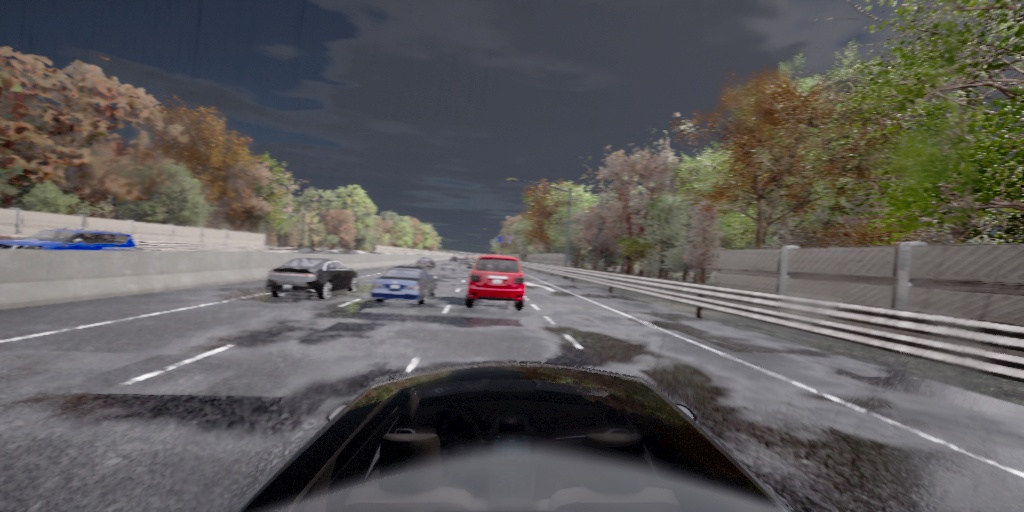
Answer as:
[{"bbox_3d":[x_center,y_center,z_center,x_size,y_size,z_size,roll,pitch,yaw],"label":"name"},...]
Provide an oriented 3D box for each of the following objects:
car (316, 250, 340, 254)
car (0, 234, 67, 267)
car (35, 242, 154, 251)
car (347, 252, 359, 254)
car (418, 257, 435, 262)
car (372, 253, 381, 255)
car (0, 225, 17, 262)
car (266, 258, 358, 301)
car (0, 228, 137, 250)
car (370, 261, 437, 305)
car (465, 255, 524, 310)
[{"bbox_3d":[-29.360,-0.191,58.171,1.895,1.301,4.718,4,0,-5],"label":"car"},{"bbox_3d":[-25.620,-0.316,17.446,1.882,1.535,5.008,4,0,-5],"label":"car"},{"bbox_3d":[-18.579,0.254,16.998,1.895,1.301,4.718,4,0,-5],"label":"car"},{"bbox_3d":[-25.898,-0.001,58.655,1.994,1.385,4.181,4,0,-5],"label":"car"},{"bbox_3d":[-10.435,0.878,43.484,2.033,1.411,5.357,4,0,-5],"label":"car"},{"bbox_3d":[-22.358,0.206,58.285,2.033,1.411,5.357,4,0,-5],"label":"car"},{"bbox_3d":[-29.123,-0.793,17.584,2.150,2.045,5.566,4,-1,-5],"label":"car"},{"bbox_3d":[-7.712,0.823,14.377,2.128,1.511,4.902,4,0,-5],"label":"car"},{"bbox_3d":[-22.155,-0.346,18.063,2.150,2.045,5.566,4,-1,-5],"label":"car"},{"bbox_3d":[-4.251,1.103,14.811,2.033,1.411,5.357,4,0,-5],"label":"car"},{"bbox_3d":[-0.771,1.002,15.348,2.150,2.045,5.566,4,0,-5],"label":"car"}]
